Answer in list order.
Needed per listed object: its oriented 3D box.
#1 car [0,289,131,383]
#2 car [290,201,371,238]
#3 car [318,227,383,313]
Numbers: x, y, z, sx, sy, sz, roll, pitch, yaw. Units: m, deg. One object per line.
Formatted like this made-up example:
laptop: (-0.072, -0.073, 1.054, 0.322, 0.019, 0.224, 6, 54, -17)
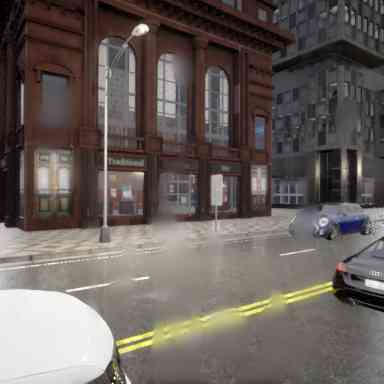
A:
car: (-2.943, 1.221, 1.336, 5.566, 2.045, 2.150, 0, 0, -36)
car: (6.974, 1.341, 16.669, 4.553, 1.767, 2.097, 0, 0, -36)
car: (4.792, 1.561, 6.878, 4.181, 1.385, 1.994, 0, 0, -35)
